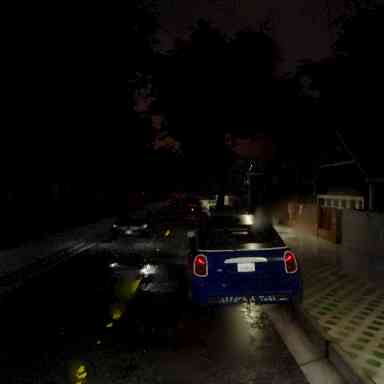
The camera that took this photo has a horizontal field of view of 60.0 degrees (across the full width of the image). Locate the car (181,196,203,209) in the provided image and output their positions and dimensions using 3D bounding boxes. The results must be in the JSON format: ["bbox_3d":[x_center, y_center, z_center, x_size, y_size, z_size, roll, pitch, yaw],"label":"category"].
[{"bbox_3d":[0.085,1.530,35.980,1.837,1.490,4.892,0,0,1],"label":"car"}]

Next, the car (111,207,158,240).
[{"bbox_3d":[-2.822,1.535,17.164,1.812,1.442,4.674,0,0,0],"label":"car"}]

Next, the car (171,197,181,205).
[{"bbox_3d":[-2.656,1.569,58.954,2.033,1.411,5.357,0,0,0],"label":"car"}]

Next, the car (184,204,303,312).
[{"bbox_3d":[0.942,1.320,7.878,2.097,1.767,4.553,-2,0,0],"label":"car"}]

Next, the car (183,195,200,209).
[{"bbox_3d":[-0.033,1.379,45.943,2.097,1.767,4.553,0,0,2],"label":"car"}]
